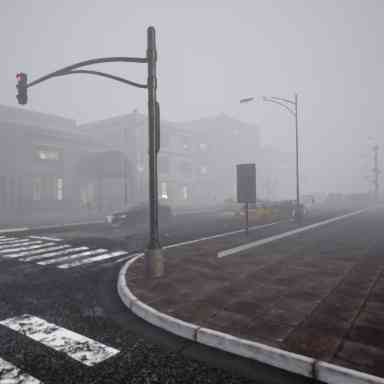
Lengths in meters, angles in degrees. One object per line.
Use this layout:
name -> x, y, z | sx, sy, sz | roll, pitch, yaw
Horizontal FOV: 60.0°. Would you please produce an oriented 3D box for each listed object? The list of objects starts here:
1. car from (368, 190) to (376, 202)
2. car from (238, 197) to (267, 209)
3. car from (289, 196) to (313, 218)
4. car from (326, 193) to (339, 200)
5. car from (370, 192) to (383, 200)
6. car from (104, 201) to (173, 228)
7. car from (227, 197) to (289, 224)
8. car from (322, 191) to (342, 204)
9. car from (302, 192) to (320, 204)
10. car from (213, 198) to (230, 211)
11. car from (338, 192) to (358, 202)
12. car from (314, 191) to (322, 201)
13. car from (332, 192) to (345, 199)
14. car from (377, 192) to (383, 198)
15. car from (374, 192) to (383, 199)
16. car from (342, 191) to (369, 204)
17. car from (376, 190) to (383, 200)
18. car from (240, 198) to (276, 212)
car -> 27.053, 0.860, 52.098 | 1.837, 1.490, 4.892 | -1, 0, 36
car -> 7.343, 1.293, 40.026 | 1.802, 1.307, 4.206 | -1, 0, 36
car -> 7.599, 1.217, 26.146 | 2.008, 1.369, 4.403 | -1, 0, 36
car -> 30.143, 0.935, 71.333 | 1.802, 1.307, 4.206 | -1, 0, 36
car -> 36.914, 0.771, 66.398 | 1.947, 1.339, 4.313 | -1, 0, 36
car -> -3.269, 1.357, 21.057 | 2.128, 1.511, 4.902 | -1, 0, 37
car -> 4.441, 1.242, 21.811 | 1.752, 1.417, 4.829 | -1, 0, 36
car -> 21.414, 0.811, 49.532 | 2.097, 1.767, 4.553 | -1, 0, 36
car -> 16.660, 1.103, 48.263 | 1.812, 1.442, 4.674 | -1, 0, 36
car -> 3.985, 1.290, 35.415 | 1.752, 1.417, 4.829 | -1, 0, 36
car -> 26.651, 0.869, 56.728 | 2.128, 1.511, 4.902 | -1, 0, 36
car -> 23.625, 0.769, 62.388 | 2.192, 1.841, 5.009 | -1, 0, 36
car -> 33.399, 0.743, 75.805 | 1.967, 1.590, 4.097 | -1, 0, 36
car -> 43.254, 0.652, 75.091 | 1.887, 1.381, 4.507 | -1, 0, 36
car -> 40.171, 0.721, 70.871 | 1.947, 1.339, 4.313 | -1, 0, 36
car -> 22.927, 0.898, 46.443 | 1.882, 1.535, 5.008 | -1, 0, 36
car -> 33.654, 0.570, 61.925 | 2.192, 1.841, 5.009 | -1, 0, 36
car -> 7.056, 1.304, 35.235 | 1.895, 1.301, 4.718 | -1, 0, 36
